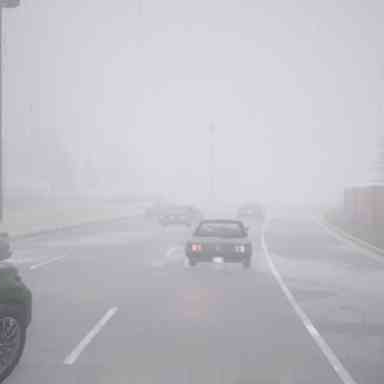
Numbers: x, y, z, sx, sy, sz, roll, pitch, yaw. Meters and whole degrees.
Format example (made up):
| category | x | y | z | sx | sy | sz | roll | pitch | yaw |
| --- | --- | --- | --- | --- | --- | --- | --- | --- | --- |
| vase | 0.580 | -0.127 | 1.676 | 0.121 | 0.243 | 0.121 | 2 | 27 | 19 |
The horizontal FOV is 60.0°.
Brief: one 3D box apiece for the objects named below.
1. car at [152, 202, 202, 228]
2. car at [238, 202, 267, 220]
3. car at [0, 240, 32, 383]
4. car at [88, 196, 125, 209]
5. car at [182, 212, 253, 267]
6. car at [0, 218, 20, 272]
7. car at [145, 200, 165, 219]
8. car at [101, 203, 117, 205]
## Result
| category | x | y | z | sx | sy | sz | roll | pitch | yaw |
| --- | --- | --- | --- | --- | --- | --- | --- | --- | --- |
| car | -0.544 | 1.503 | 21.580 | 2.033 | 1.411 | 5.357 | 0 | 0 | 14 |
| car | 5.125 | 1.523 | 28.159 | 1.994 | 1.385 | 4.181 | 0 | 0 | 19 |
| car | -3.283 | 1.207 | 2.128 | 2.150 | 2.045 | 5.566 | 0 | 0 | 2 |
| car | -11.221 | 1.368 | 44.211 | 2.128 | 1.511 | 4.902 | 0 | 0 | 25 |
| car | 1.024 | 1.581 | 11.402 | 1.895 | 1.301 | 4.718 | 0 | 0 | 8 |
| car | -6.473 | 1.512 | 7.522 | 2.033 | 1.411 | 5.357 | 0 | 0 | 5 |
| car | -2.272 | 1.501 | 28.016 | 1.994 | 1.385 | 4.181 | 0 | 0 | 17 |
| car | -8.735 | 1.111 | 41.320 | 2.150 | 2.045 | 5.566 | 0 | 0 | 24 |
